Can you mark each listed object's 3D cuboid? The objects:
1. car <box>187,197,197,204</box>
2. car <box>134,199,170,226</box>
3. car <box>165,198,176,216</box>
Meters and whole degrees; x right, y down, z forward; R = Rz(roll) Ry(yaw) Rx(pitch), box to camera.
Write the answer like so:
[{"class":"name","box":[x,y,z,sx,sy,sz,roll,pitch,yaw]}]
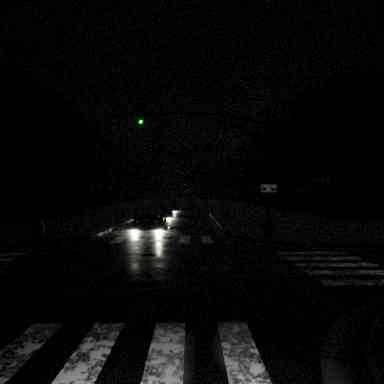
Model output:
[{"class":"car","box":[-0.046,1.693,66.671,2.033,1.411,5.357,0,0,-1]},{"class":"car","box":[-2.913,1.511,23.888,1.882,1.535,5.008,0,0,0]},{"class":"car","box":[-2.933,1.525,33.357,1.882,1.535,5.008,0,0,0]}]
